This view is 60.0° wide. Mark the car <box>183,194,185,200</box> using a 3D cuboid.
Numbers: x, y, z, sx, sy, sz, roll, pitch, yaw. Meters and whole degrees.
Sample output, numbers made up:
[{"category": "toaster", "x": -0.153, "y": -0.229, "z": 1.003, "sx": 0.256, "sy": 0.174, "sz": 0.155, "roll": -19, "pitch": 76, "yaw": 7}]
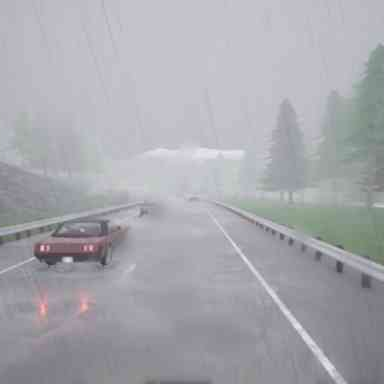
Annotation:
[{"category": "car", "x": -0.377, "y": 1.232, "z": 76.191, "sx": 1.812, "sy": 1.442, "sz": 4.674, "roll": 0, "pitch": 0, "yaw": -4}]

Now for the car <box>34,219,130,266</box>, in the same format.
[{"category": "car", "x": -3.401, "y": 1.556, "z": 11.331, "sx": 1.895, "sy": 1.301, "sz": 4.718, "roll": 0, "pitch": 0, "yaw": 0}]

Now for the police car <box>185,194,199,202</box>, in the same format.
[{"category": "police car", "x": 0.275, "y": 1.170, "z": 66.196, "sx": 1.930, "sy": 1.638, "sz": 5.238, "roll": 0, "pitch": 0, "yaw": -3}]

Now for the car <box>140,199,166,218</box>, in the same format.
[{"category": "car", "x": -3.401, "y": 1.378, "z": 29.291, "sx": 2.128, "sy": 1.511, "sz": 4.902, "roll": 0, "pitch": 0, "yaw": 0}]

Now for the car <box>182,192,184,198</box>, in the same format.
[{"category": "car", "x": -0.869, "y": 1.188, "z": 82.246, "sx": 1.837, "sy": 1.490, "sz": 4.892, "roll": 0, "pitch": 0, "yaw": -5}]
